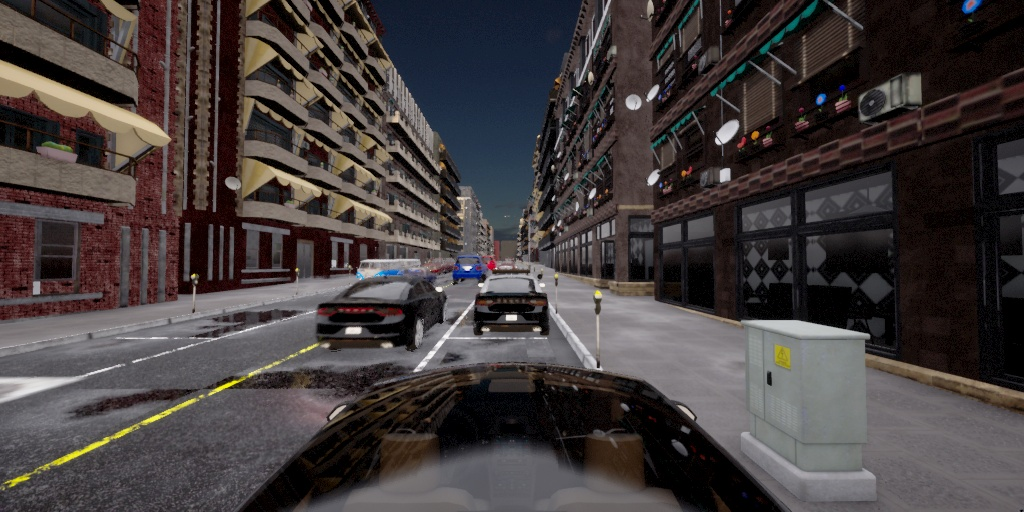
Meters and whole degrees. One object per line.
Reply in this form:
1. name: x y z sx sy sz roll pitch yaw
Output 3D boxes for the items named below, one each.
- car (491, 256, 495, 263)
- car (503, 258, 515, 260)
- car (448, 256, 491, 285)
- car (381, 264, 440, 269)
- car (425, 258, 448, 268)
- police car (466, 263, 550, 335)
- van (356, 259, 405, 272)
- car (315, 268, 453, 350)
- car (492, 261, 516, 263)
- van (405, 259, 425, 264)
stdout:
1. car: -2.923 1.031 43.398 2.150 2.045 5.566 0 0 0
2. car: -0.446 1.240 39.134 1.967 1.591 4.097 0 0 0
3. car: -3.019 0.995 26.794 2.150 2.045 5.566 0 0 0
4. car: -5.871 1.366 21.306 1.895 1.301 4.718 0 0 0
5. car: -8.336 1.115 39.194 2.192 1.841 5.009 0 0 0
6. police car: -0.012 1.180 10.613 1.930 1.638 5.238 0 0 0
7. van: -8.335 1.108 22.603 1.690 1.789 3.998 0 0 0
8. car: -2.922 1.232 9.087 1.882 1.535 5.008 0 0 0
9. car: -0.453 1.322 28.072 1.888 1.381 4.507 0 0 0
10. van: -8.336 1.118 28.134 1.690 1.789 3.998 0 0 0
